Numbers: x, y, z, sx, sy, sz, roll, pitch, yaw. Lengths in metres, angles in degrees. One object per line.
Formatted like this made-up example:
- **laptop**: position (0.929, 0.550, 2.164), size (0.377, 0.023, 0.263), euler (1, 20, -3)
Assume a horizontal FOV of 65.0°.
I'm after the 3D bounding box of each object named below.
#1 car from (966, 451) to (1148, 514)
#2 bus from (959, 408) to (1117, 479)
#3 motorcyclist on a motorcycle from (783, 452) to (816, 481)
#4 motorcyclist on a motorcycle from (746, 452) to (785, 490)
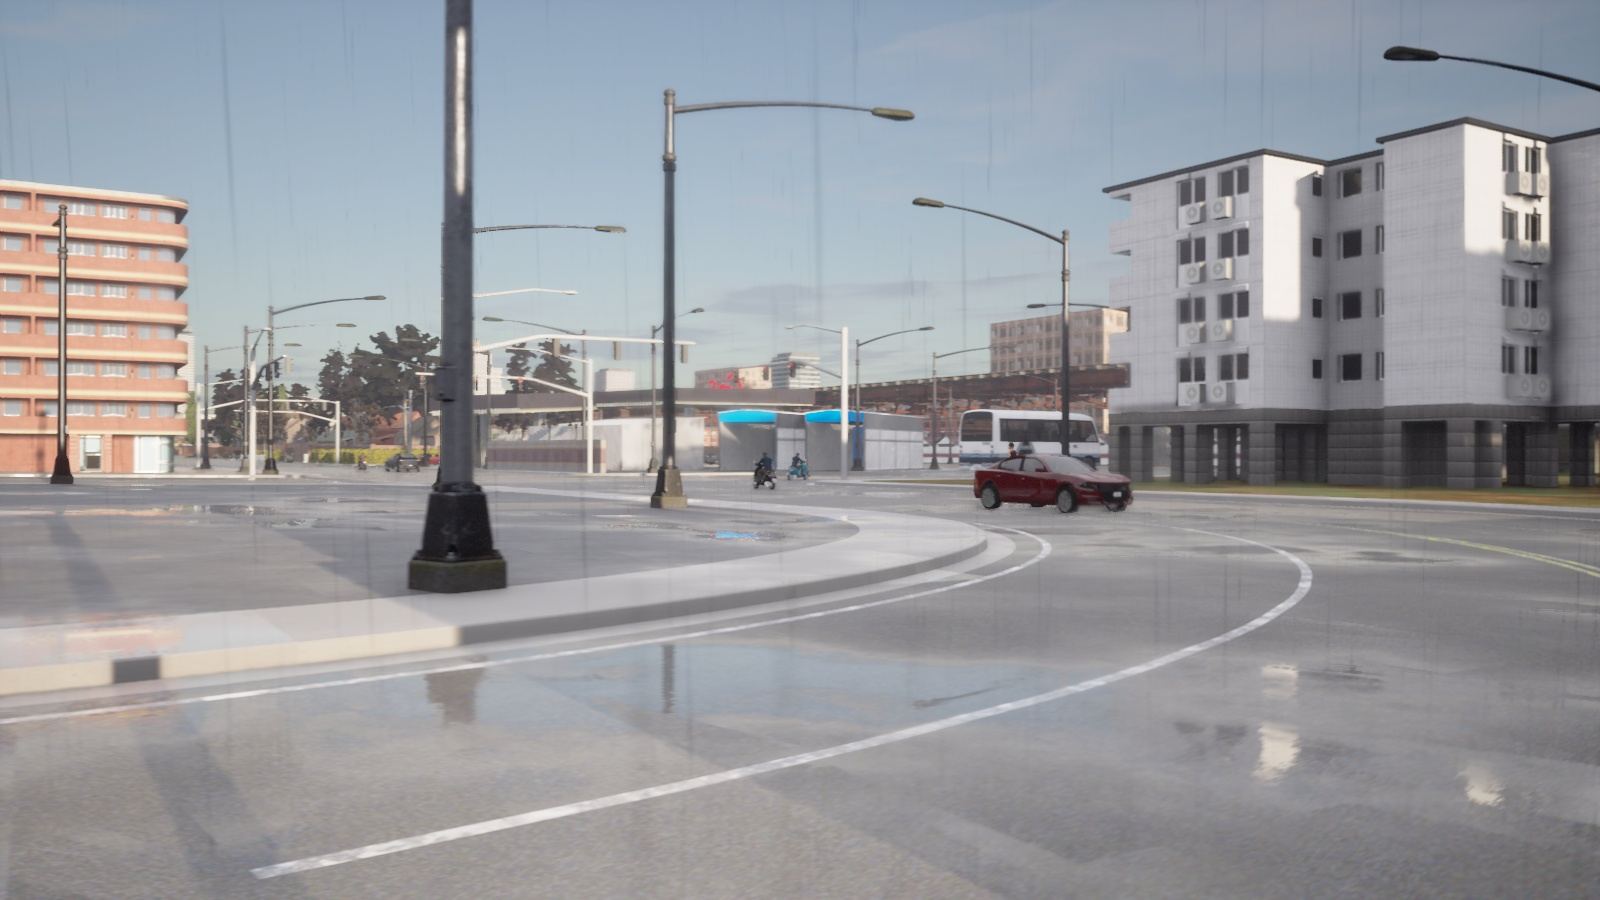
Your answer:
- **car**: position (6.696, 0.812, 33.274), size (1.882, 1.535, 5.008), euler (0, 0, -30)
- **bus**: position (15.237, -0.416, 79.772), size (10.273, 4.253, 3.944), euler (0, 0, -37)
- **motorcyclist on a motorcycle**: position (-0.010, 0.925, 70.554), size (0.866, 1.590, 1.817), euler (0, 0, 43)
- **motorcyclist on a motorcycle**: position (-1.458, 0.872, 52.788), size (0.866, 1.590, 1.817), euler (0, 0, -32)
